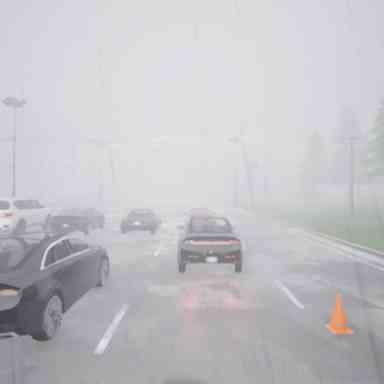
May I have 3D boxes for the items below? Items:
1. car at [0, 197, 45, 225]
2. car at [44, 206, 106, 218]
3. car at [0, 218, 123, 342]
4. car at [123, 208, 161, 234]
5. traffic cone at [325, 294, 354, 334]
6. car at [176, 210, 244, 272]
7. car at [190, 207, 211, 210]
[{"bbox_3d":[-9.984,1.322,19.029,2.150,2.045,5.566,0,0,0],"label":"car"},{"bbox_3d":[-6.486,1.580,19.517,1.882,1.535,5.008,0,0,0],"label":"car"},{"bbox_3d":[-3.015,1.527,6.520,2.128,1.511,4.902,0,0,1],"label":"car"},{"bbox_3d":[-2.987,1.669,20.074,1.994,1.385,4.181,0,0,0],"label":"car"},{"bbox_3d":[2.432,1.985,5.505,0.340,0.580,0.340,0,0,0],"label":"traffic cone"},{"bbox_3d":[0.515,1.548,10.969,2.128,1.511,4.902,0,0,0],"label":"car"},{"bbox_3d":[0.505,1.631,20.049,1.812,1.442,4.674,0,0,0],"label":"car"}]
